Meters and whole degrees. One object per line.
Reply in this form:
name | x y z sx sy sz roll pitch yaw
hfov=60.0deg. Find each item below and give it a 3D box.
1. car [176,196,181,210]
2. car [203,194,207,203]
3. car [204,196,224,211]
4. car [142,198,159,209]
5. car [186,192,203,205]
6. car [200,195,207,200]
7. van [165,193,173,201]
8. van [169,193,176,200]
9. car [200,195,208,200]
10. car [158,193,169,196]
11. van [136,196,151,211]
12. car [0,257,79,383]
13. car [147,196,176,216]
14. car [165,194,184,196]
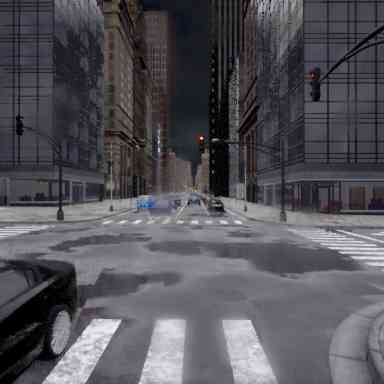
car | -2.876 1.532 42.834 1.994 1.385 4.181 0 0 1
car | 2.953 1.526 57.272 1.802 1.307 4.206 0 0 0
car | 2.856 1.537 40.325 1.947 1.339 4.313 0 0 0
car | -5.637 1.546 46.022 1.802 1.307 4.206 0 0 0
car | 0.382 1.296 57.211 2.097 1.767 4.553 0 0 1
car | 3.149 1.407 91.165 2.008 1.369 4.403 0 0 0
van | -5.439 1.230 79.914 1.690 1.788 3.998 0 0 0
van | -5.374 1.198 91.210 1.690 1.788 3.998 0 0 0
car | 3.117 1.454 85.517 1.802 1.307 4.206 0 0 0
car | -5.571 1.384 57.319 1.967 1.590 4.097 0 0 0
van | -5.668 1.312 40.373 1.690 1.788 3.998 0 0 0
car | -2.821 1.476 3.157 1.882 1.535 5.008 0 0 4
car | -2.948 1.457 32.875 1.882 1.535 5.008 0 0 0
car | -2.748 1.499 53.187 2.033 1.411 5.357 0 0 1
